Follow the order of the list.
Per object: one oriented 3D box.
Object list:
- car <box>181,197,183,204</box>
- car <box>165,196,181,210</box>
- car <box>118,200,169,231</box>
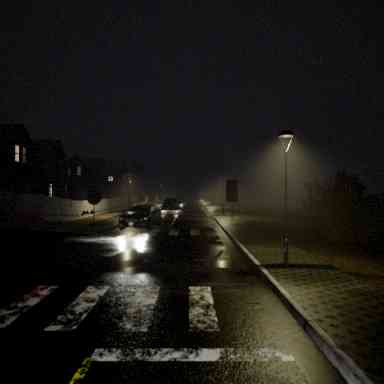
[{"bbox_3d":[-2.810,1.531,65.136,1.882,1.535,5.008,0,0,0],"label":"car"},{"bbox_3d":[-2.789,1.503,43.129,1.882,1.535,5.008,0,0,0],"label":"car"},{"bbox_3d":[-3.103,1.499,20.722,2.128,1.511,4.902,0,0,6],"label":"car"}]
